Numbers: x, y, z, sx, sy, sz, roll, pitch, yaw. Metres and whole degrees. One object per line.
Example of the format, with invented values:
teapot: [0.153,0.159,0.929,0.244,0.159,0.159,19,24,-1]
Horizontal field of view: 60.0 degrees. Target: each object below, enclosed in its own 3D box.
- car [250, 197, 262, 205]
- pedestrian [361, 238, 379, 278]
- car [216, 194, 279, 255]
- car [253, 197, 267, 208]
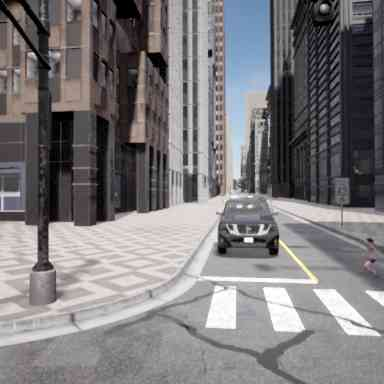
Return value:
car: [11.852,1.640,61.497,1.895,1.301,4.718,0,0,7]
pedestrian: [4.712,1.689,8.725,0.500,1.100,0.500,0,-1,8]
car: [2.265,1.263,13.890,2.150,2.045,5.566,0,0,8]
car: [10.538,1.560,51.649,1.837,1.490,4.892,0,0,7]
